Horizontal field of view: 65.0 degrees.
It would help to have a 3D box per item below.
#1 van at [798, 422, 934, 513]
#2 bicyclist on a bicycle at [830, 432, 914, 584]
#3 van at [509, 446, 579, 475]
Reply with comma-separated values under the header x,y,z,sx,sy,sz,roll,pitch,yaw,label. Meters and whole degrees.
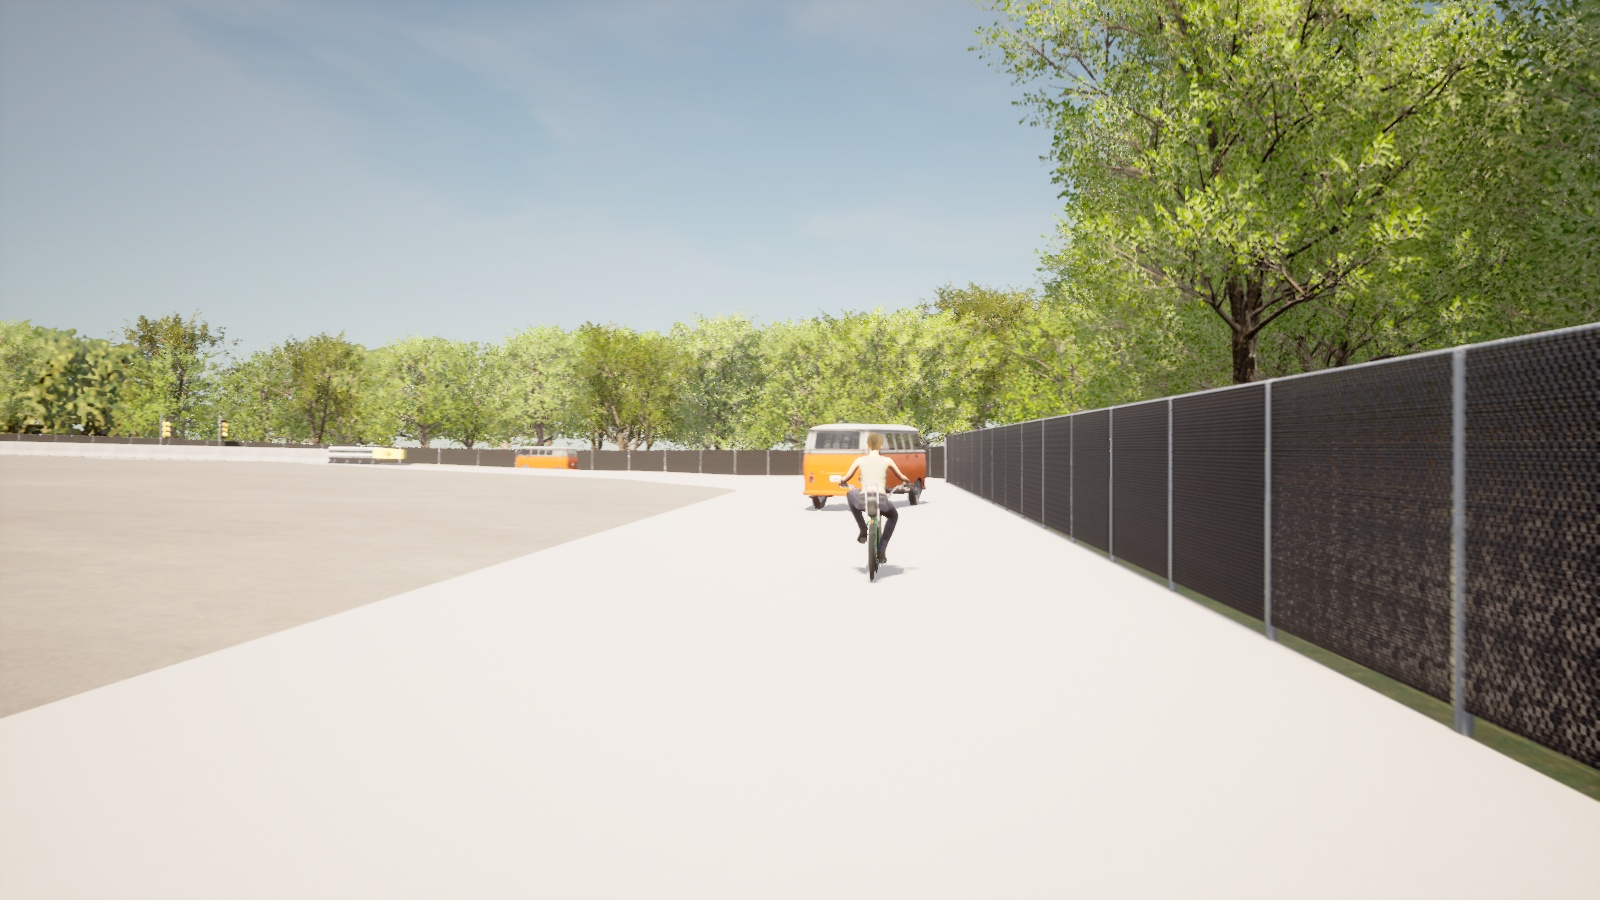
x,y,z,sx,sy,sz,roll,pitch,yaw,label
1.656,0.375,29.941,1.775,1.987,4.442,0,0,24,van
0.836,0.615,14.121,0.866,1.612,1.509,0,0,6,bicyclist on a bicycle
-17.916,0.730,87.946,4.442,1.987,1.775,1,-1,17,van
